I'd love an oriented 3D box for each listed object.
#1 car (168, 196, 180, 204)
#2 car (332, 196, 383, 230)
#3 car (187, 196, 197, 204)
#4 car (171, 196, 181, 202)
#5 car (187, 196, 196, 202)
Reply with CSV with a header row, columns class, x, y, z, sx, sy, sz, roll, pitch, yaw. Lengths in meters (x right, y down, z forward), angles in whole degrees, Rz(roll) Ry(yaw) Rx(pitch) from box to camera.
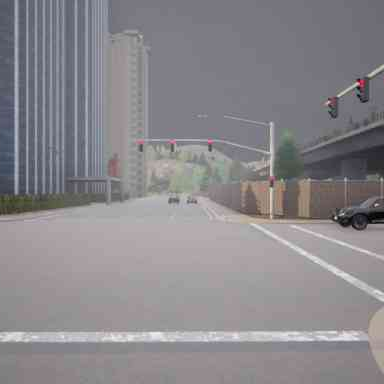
class,x,y,z,sx,sy,sz,roll,pitch,yaw
car,-3.497,1.478,64.199,1.882,1.535,5.008,0,0,0
car,11.814,1.277,20.931,5.566,2.045,2.150,0,0,0
car,0.004,1.564,64.595,1.994,1.385,4.181,0,0,0
car,-3.609,1.540,74.416,2.033,1.411,5.357,0,0,0
car,-0.110,1.595,74.558,1.895,1.301,4.718,0,0,0
